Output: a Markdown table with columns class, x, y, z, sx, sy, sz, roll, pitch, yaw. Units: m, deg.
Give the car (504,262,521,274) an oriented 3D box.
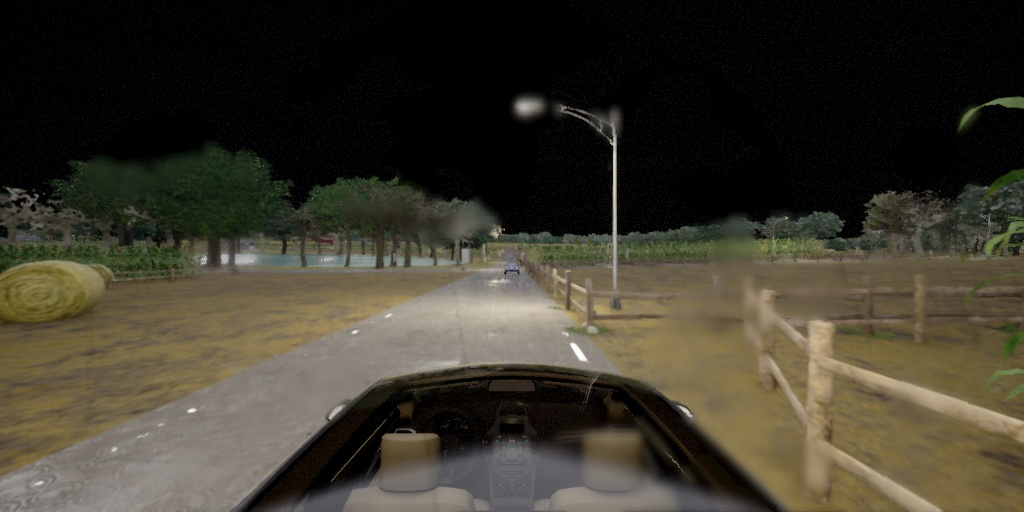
| class | x | y | z | sx | sy | sz | roll | pitch | yaw |
| --- | --- | --- | --- | --- | --- | --- | --- | --- | --- |
| car | 0.027 | 1.407 | 42.877 | 2.033 | 1.411 | 5.357 | 0 | 0 | 1 |
